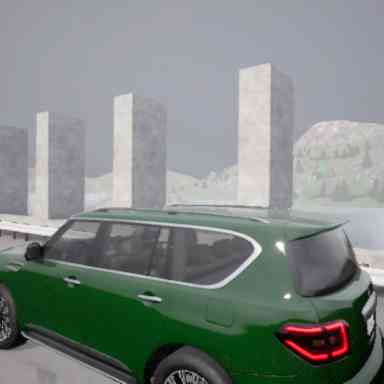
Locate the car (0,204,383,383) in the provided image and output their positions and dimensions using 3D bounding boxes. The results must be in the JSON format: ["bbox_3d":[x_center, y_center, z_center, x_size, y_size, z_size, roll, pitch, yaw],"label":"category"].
[{"bbox_3d":[-0.633,1.186,4.446,5.566,2.045,2.150,1,1,36],"label":"car"}]
